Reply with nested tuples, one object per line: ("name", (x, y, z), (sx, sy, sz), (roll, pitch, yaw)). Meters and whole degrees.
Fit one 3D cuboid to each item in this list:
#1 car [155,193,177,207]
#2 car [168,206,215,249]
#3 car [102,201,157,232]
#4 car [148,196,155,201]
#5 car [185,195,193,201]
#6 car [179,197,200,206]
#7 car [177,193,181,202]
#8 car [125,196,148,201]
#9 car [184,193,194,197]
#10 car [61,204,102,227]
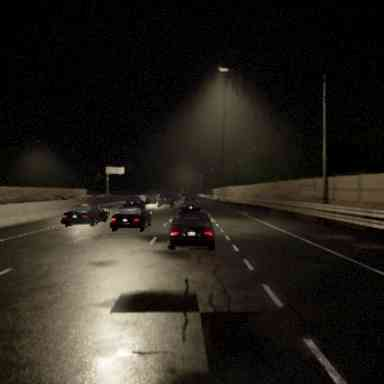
("car", (-3.747, 1.175, 48.901), (2.150, 2.045, 5.566), (0, 0, -1))
("car", (-0.022, 1.533, 14.404), (2.033, 1.411, 5.357), (0, 0, 0))
("car", (-3.542, 1.526, 20.034), (2.033, 1.411, 5.357), (0, 0, 0))
("car", (-7.372, 1.507, 60.049), (2.033, 1.411, 5.357), (0, 0, -1))
("car", (-0.738, 1.468, 84.859), (1.882, 1.535, 5.008), (0, 0, -1))
("car", (-0.130, 1.522, 35.211), (1.994, 1.385, 4.181), (0, 0, 0))
("car", (-4.010, 1.523, 70.433), (1.994, 1.385, 4.181), (0, 0, -1))
("car", (-7.181, 1.307, 41.610), (2.097, 1.767, 4.553), (0, 0, 0))
("car", (-0.411, 1.311, 63.134), (2.097, 1.767, 4.553), (0, 0, -1))
("car", (-7.052, 1.524, 22.465), (2.033, 1.411, 5.357), (0, 0, 0))
